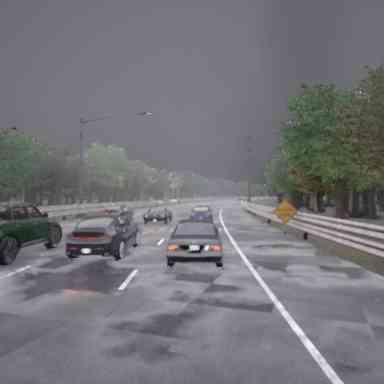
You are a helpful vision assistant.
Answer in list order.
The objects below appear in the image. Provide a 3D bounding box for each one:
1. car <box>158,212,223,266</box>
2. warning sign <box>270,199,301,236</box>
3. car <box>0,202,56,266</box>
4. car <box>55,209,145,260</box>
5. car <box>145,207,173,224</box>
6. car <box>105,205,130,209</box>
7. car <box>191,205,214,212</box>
[{"bbox_3d":[0.140,1.676,12.071,2.033,1.411,5.357,0,-1,2],"label":"car"},{"bbox_3d":[4.837,1.304,17.286,1.300,1.860,1.060,0,-1,2],"label":"warning sign"},{"bbox_3d":[-6.857,1.355,12.277,2.150,2.045,5.566,0,0,2],"label":"car"},{"bbox_3d":[-3.317,1.647,13.124,1.837,1.490,4.892,0,0,2],"label":"car"},{"bbox_3d":[-2.705,1.917,27.701,1.895,1.301,4.718,0,-1,4],"label":"car"},{"bbox_3d":[-6.182,1.828,28.130,1.837,1.490,4.892,0,0,4],"label":"car"},{"bbox_3d":[0.837,1.848,28.153,1.812,1.442,4.674,0,0,4],"label":"car"}]
